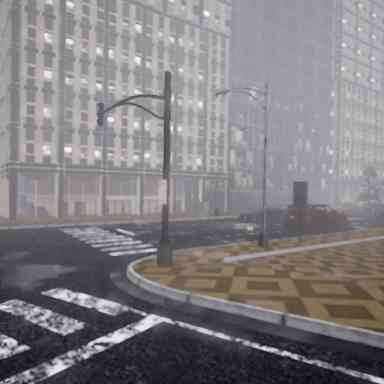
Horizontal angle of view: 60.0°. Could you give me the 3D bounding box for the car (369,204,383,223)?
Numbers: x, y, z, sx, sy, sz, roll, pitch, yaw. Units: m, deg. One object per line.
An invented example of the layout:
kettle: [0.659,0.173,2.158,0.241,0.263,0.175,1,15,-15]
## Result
car: [17.516,1.977,28.418,4.507,1.381,1.887,0,1,-35]

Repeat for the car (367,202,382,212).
car: [22.396,1.899,41.334,4.313,1.339,1.947,0,1,-35]

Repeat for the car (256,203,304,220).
car: [8.381,1.772,31.700,4.403,1.369,2.008,0,1,-35]

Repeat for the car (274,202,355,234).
car: [8.177,1.674,21.992,5.009,1.841,2.192,0,1,-35]

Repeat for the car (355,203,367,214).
car: [17.585,1.820,38.026,4.829,1.417,1.752,0,1,-35]

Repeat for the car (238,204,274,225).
car: [5.765,1.808,26.912,4.181,1.385,1.994,0,1,-35]
